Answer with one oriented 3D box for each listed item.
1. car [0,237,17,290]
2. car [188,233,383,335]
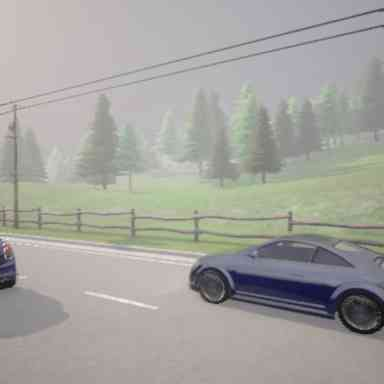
[{"bbox_3d":[-6.302,1.439,8.030,4.553,1.767,2.097,-1,0,34],"label":"car"},{"bbox_3d":[1.981,1.532,6.687,4.181,1.385,1.994,-1,0,35],"label":"car"}]
